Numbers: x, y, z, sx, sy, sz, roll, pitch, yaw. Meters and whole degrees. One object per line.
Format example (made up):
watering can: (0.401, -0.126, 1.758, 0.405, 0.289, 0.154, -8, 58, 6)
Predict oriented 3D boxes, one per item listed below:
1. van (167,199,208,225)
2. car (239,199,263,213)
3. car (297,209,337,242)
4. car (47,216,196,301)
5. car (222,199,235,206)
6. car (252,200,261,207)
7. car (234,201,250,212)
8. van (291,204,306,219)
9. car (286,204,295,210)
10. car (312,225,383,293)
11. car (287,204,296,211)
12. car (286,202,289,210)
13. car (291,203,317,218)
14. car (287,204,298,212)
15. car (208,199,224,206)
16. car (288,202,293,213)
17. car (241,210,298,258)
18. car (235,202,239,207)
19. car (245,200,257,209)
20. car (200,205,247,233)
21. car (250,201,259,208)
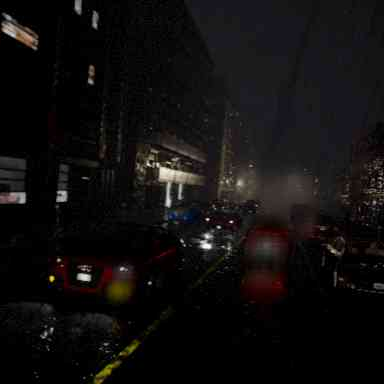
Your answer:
van: (-0.381, 1.380, 22.294, 1.690, 1.788, 3.998, 3, 0, 15)
car: (7.587, 1.982, 41.419, 2.150, 2.045, 5.566, 4, 0, 15)
car: (7.675, 2.102, 20.094, 1.967, 1.590, 4.097, 3, 0, 15)
car: (-1.511, 1.470, 8.199, 1.994, 1.385, 4.181, 4, 0, 15)
car: (2.439, 1.607, 32.732, 2.192, 1.841, 5.009, 3, 0, 15)
car: (16.469, 2.985, 84.708, 1.967, 1.590, 4.097, 3, 0, 15)
car: (8.069, 2.237, 53.606, 1.967, 1.590, 4.097, 3, 0, 15)
van: (14.728, 2.636, 46.188, 1.690, 1.788, 3.998, 3, 0, 15)
car: (24.506, 3.733, 82.571, 1.947, 1.339, 4.313, 3, 0, 15)
car: (4.850, 1.960, 9.655, 2.008, 1.369, 4.403, 3, 0, 15)
car: (23.052, 3.604, 77.186, 1.947, 1.339, 4.313, 3, 0, 15)
car: (16.138, 2.736, 51.407, 2.192, 1.841, 5.009, 3, 0, 15)
car: (10.501, 2.231, 30.533, 2.192, 1.841, 5.009, 3, 0, 15)
car: (21.632, 3.472, 71.800, 2.008, 1.369, 4.403, 3, 0, 15)
car: (1.023, 1.605, 27.512, 1.967, 1.590, 4.097, 3, 0, 15)
car: (13.319, 2.484, 40.970, 2.192, 1.841, 5.009, 3, 0, 15)
car: (3.470, 1.837, 14.773, 1.837, 1.490, 4.892, 4, 0, 15)
car: (5.243, 2.095, 43.168, 2.008, 1.369, 4.403, 3, 0, 15)
car: (12.297, 2.614, 69.262, 1.967, 1.590, 4.097, 3, 0, 15)
car: (2.199, 1.840, 21.936, 1.895, 1.301, 4.718, 4, 0, 15)
car: (14.965, 2.937, 79.158, 1.752, 1.417, 4.829, 3, 0, 15)
